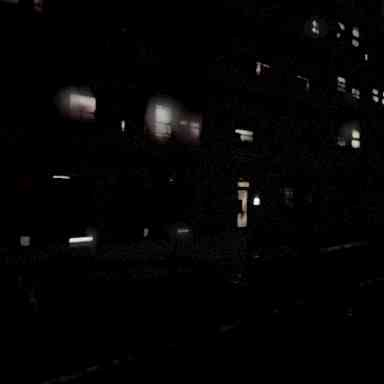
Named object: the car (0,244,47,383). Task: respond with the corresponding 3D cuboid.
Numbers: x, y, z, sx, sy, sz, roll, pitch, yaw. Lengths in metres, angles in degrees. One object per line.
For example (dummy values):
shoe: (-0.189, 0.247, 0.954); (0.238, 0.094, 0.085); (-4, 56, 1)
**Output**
car: (-3.965, 1.443, 3.728); (4.097, 1.590, 1.967); (0, 1, -35)
